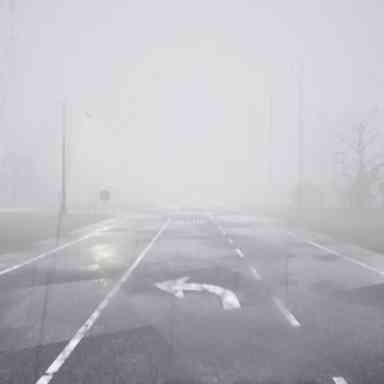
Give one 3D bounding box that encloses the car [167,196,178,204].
[{"bbox_3d":[-3.423,1.450,59.730,2.033,1.411,5.357,0,0,0],"label":"car"}]
